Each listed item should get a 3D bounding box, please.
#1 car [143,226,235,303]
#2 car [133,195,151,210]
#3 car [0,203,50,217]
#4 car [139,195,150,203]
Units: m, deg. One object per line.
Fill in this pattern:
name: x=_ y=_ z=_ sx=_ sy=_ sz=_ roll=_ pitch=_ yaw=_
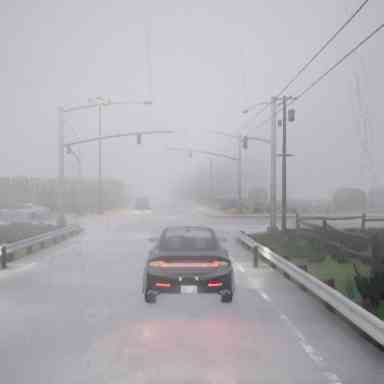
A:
car: x=-0.098 y=1.619 z=8.444 sx=2.128 sy=1.511 sz=4.902 roll=0 pitch=-2 yaw=-1
car: x=-6.239 y=1.457 z=41.911 sx=1.837 sy=1.490 sz=4.892 roll=0 pitch=1 yaw=-7
car: x=-14.857 y=1.701 z=28.882 sx=4.674 sy=1.442 sz=1.812 roll=0 pitch=1 yaw=-7
car: x=-8.413 y=1.217 z=59.296 sx=1.994 sy=1.385 sz=4.181 roll=0 pitch=1 yaw=-7
